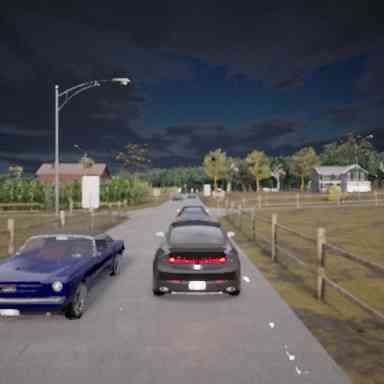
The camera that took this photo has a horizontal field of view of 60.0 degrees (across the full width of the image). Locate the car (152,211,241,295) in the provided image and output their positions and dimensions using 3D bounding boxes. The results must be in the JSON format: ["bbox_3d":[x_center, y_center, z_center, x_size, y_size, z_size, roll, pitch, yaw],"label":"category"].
[{"bbox_3d":[0.092,1.461,8.551,1.837,1.490,4.892,0,0,0],"label":"car"}]

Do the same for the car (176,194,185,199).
[{"bbox_3d":[-2.819,1.051,81.345,1.895,1.301,4.718,0,0,0],"label":"car"}]

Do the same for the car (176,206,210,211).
[{"bbox_3d":[0.057,1.463,18.868,1.994,1.385,4.181,0,0,-1],"label":"car"}]

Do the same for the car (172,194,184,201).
[{"bbox_3d":[-2.830,1.130,65.958,1.994,1.385,4.181,0,0,1],"label":"car"}]

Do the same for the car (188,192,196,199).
[{"bbox_3d":[-0.069,1.002,81.682,1.994,1.385,4.181,0,0,0],"label":"car"}]

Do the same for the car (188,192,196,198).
[{"bbox_3d":[-0.075,0.759,91.694,2.033,1.411,5.357,0,0,0],"label":"car"}]

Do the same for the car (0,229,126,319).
[{"bbox_3d":[-2.853,1.563,7.405,1.895,1.301,4.718,0,0,0],"label":"car"}]
